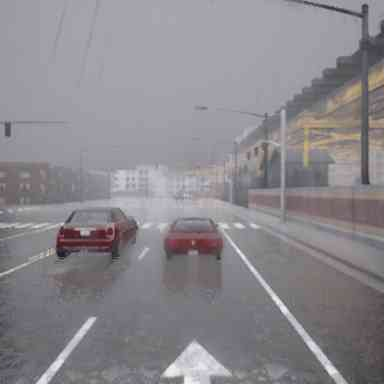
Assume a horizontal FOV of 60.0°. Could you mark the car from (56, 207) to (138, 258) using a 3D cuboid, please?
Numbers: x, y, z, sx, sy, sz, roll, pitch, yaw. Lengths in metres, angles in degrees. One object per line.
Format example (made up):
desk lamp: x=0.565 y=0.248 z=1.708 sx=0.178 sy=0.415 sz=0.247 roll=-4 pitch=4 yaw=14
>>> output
car: x=-3.433 y=1.340 z=12.873 sx=2.097 sy=1.767 sz=4.553 roll=0 pitch=0 yaw=0

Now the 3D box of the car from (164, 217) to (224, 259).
car: x=0.065 y=1.589 z=12.467 sx=1.895 sy=1.301 sz=4.718 roll=0 pitch=0 yaw=0

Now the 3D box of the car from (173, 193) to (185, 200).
car: x=-3.494 y=1.505 z=90.525 sx=1.895 sy=1.301 sz=4.718 roll=0 pitch=0 yaw=-3

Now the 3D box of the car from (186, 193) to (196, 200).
car: x=-0.007 y=1.502 z=91.646 sx=1.895 sy=1.301 sz=4.718 roll=0 pitch=0 yaw=-3
